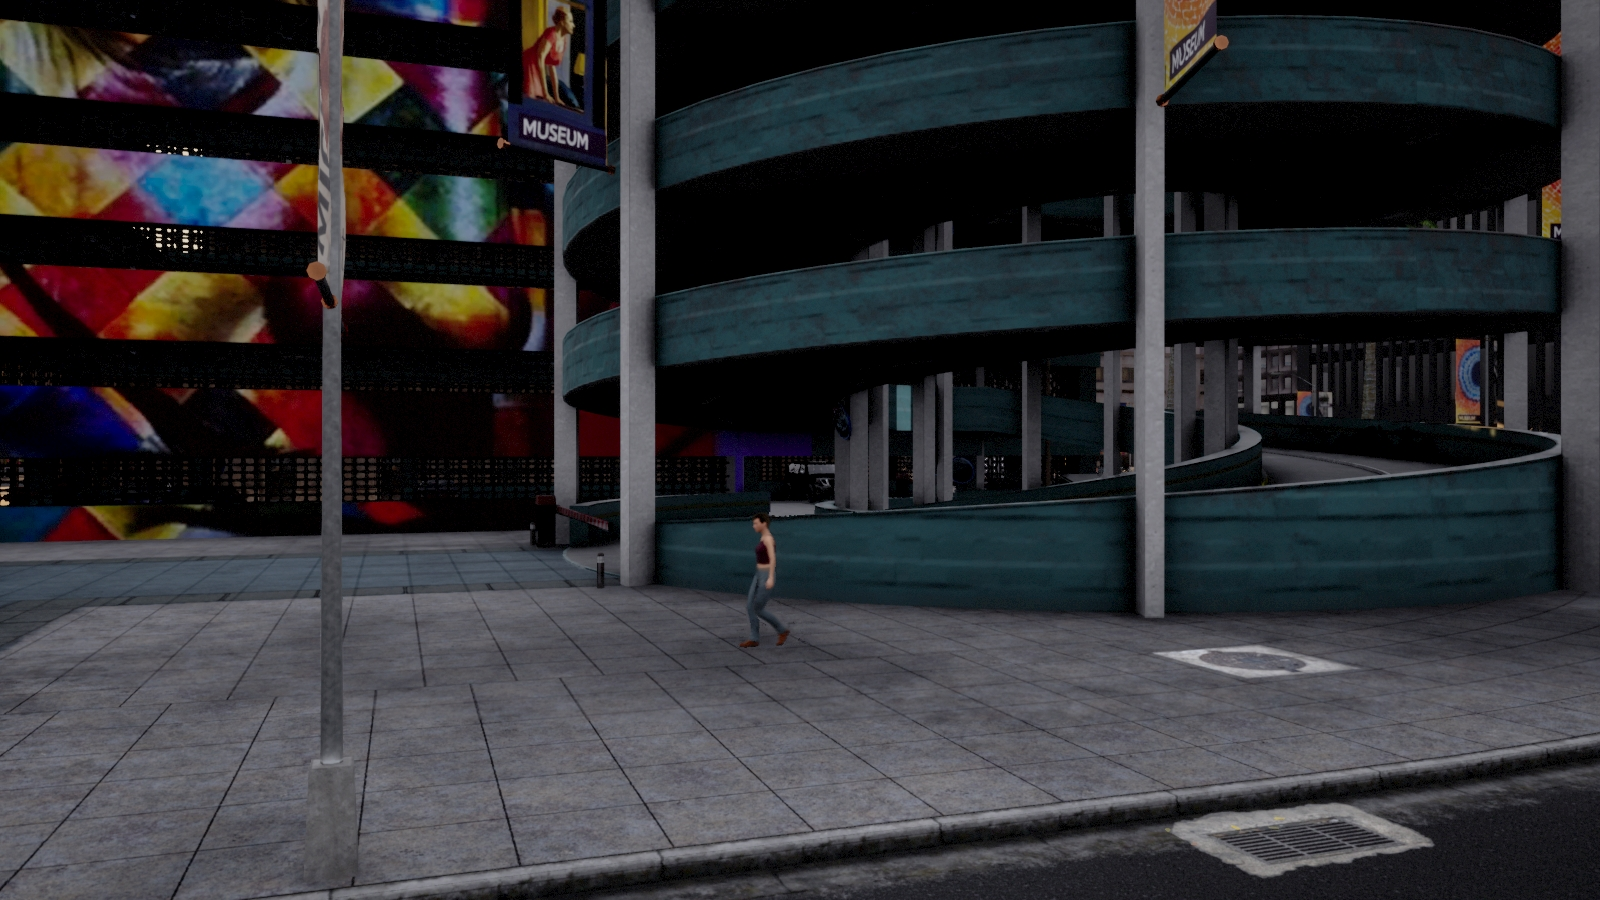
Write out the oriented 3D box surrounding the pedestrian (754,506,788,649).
[{"bbox_3d":[-0.389,1.696,15.339,0.375,1.860,0.375,0,0,-16],"label":"pedestrian"}]
